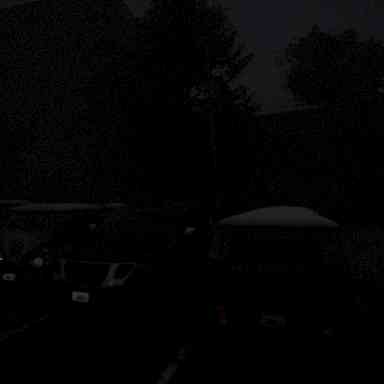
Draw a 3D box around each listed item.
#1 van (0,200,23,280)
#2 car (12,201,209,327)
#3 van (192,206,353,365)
[{"bbox_3d":[-3.301,1.294,9.334,1.878,1.987,4.442,0,-1,17],"label":"van"},{"bbox_3d":[-0.867,1.262,7.631,2.435,2.045,5.566,0,-1,17],"label":"car"},{"bbox_3d":[1.575,1.281,5.985,1.878,1.987,4.442,0,-1,17],"label":"van"}]
